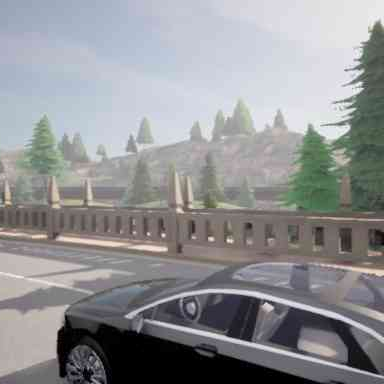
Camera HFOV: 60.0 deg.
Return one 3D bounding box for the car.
[{"bbox_3d":[0.636,1.480,3.314,4.902,1.511,2.128,0,0,34],"label":"car"}]
